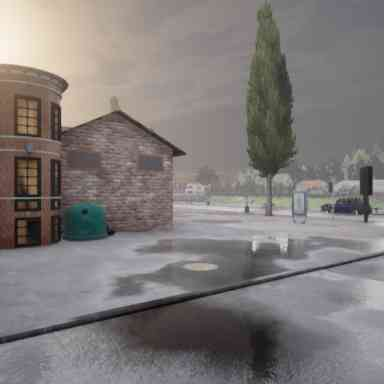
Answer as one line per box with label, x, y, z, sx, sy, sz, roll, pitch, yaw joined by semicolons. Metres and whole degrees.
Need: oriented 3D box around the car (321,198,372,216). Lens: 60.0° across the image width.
car;15.091;1.346;32.773;2.097;1.767;4.553;0;0;-35
